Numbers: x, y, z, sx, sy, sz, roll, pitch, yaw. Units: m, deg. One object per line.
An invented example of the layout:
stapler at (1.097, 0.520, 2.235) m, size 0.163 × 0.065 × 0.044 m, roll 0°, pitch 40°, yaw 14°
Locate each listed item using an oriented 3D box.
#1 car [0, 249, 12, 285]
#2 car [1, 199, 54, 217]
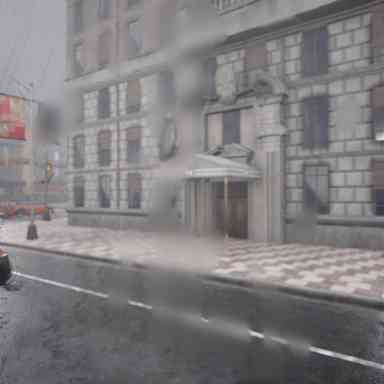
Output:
car at (-6.455, 1.649, 8.458) m, size 4.181 × 1.385 × 1.994 m, roll -1°, pitch 0°, yaw 35°
car at (-17.021, 1.639, 35.182) m, size 2.097 × 1.767 × 4.553 m, roll -1°, pitch 0°, yaw 35°
